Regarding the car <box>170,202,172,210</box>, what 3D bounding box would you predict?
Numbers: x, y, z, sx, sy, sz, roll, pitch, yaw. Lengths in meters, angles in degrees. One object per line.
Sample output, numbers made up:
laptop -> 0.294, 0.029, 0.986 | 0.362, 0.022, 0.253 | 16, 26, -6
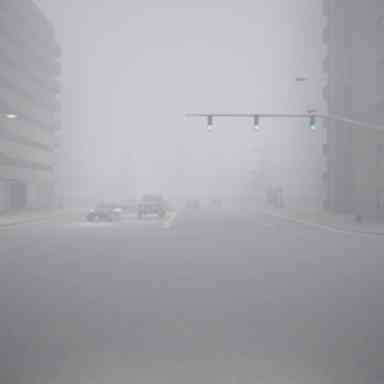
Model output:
car -> -3.547, 1.613, 40.667 | 1.895, 1.301, 4.718 | 0, 0, 1

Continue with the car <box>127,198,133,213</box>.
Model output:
car -> -7.068, 1.489, 37.277 | 1.882, 1.535, 5.008 | 0, 0, 0

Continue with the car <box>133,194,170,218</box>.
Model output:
car -> -3.601, 1.231, 30.694 | 2.150, 2.045, 5.566 | 0, 0, 1

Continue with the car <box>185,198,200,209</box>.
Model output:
car -> 0.096, 1.578, 46.183 | 1.994, 1.385, 4.181 | 0, 0, 0

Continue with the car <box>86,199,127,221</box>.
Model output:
car -> -7.096, 1.556, 27.454 | 2.033, 1.411, 5.357 | 0, 0, 0

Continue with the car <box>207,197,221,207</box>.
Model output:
car -> 3.507, 1.521, 52.047 | 1.837, 1.490, 4.892 | 0, 0, 0
